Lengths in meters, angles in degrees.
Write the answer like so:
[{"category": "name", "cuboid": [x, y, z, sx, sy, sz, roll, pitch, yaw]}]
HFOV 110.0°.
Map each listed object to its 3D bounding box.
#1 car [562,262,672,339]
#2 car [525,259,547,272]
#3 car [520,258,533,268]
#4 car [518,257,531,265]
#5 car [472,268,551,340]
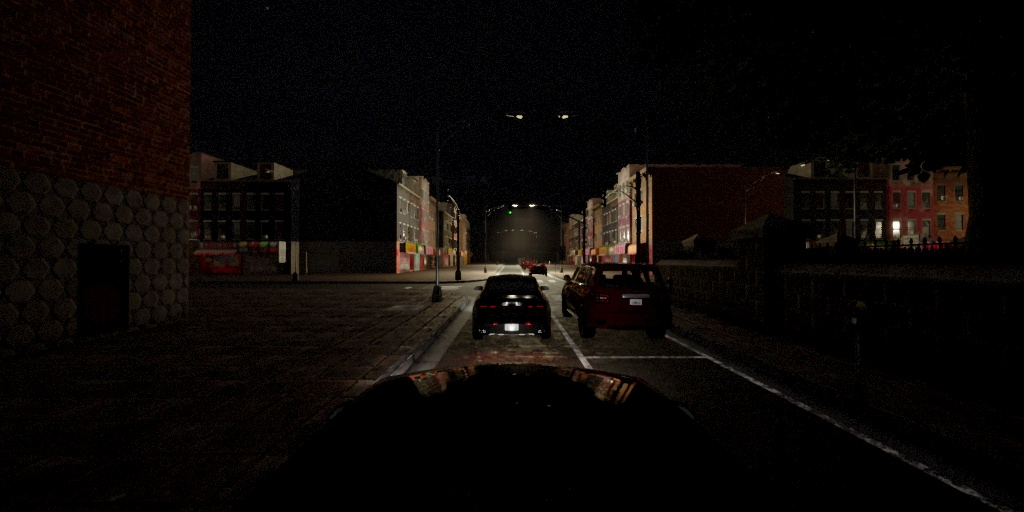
[{"category": "car", "cuboid": [2.628, 1.068, 10.029, 2.192, 1.841, 5.009, 0, 0, 0]}, {"category": "car", "cuboid": [2.595, 1.332, 36.458, 1.888, 1.381, 4.507, 0, 0, 0]}, {"category": "car", "cuboid": [2.574, 1.370, 52.770, 1.888, 1.381, 4.507, 0, 0, 0]}, {"category": "car", "cuboid": [2.567, 1.154, 58.207, 2.192, 1.841, 5.009, 0, 0, 0]}, {"category": "car", "cuboid": [-0.010, 1.258, 9.991, 1.837, 1.490, 4.892, 0, 0, 0]}]
